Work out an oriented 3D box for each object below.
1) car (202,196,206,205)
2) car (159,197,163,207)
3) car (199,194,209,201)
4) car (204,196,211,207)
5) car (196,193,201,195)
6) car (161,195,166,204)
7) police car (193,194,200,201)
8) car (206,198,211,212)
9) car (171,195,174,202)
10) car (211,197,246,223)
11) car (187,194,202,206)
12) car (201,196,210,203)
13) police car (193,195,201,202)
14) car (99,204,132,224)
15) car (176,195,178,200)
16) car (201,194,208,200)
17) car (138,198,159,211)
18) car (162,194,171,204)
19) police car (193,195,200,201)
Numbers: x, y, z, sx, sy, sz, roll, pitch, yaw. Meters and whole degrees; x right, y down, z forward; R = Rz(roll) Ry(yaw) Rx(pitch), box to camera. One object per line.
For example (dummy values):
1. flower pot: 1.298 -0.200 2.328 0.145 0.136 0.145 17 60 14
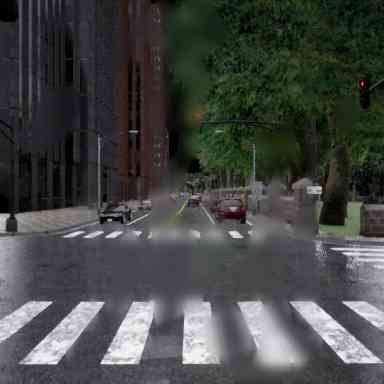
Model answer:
1. car: 2.905 1.585 47.022 2.008 1.369 4.403 0 0 0
2. car: -5.620 1.616 47.040 1.802 1.307 4.206 0 0 0
3. car: 3.022 1.399 85.217 2.192 1.841 5.009 0 0 0
4. car: 2.889 1.579 41.565 2.008 1.369 4.403 0 0 0
5. car: 0.289 1.533 65.405 1.882 1.535 5.008 0 0 0
6. car: -5.603 1.623 52.498 1.802 1.307 4.206 0 0 0
7. police car: 1.181 1.521 91.967 1.930 1.638 5.238 0 0 0
8. car: 2.872 1.588 36.108 1.947 1.339 4.313 0 0 0
9. car: -5.553 1.375 68.869 2.192 1.841 5.009 0 0 0
10. car: 2.839 1.326 25.196 2.192 1.841 5.009 0 0 0
11. car: 0.268 1.548 55.157 1.837 1.490 4.892 0 0 0
12. car: 2.989 1.593 74.474 1.752 1.417 4.829 0 0 0
13. police car: 1.132 1.495 75.967 1.930 1.638 5.238 0 0 0
14. car: -5.687 1.576 25.213 1.947 1.339 4.313 0 0 0
15. car: -5.486 1.533 90.697 1.967 1.590 4.097 0 0 0
16. car: 2.922 1.481 52.478 1.967 1.590 4.097 0 0 0
17. car: -5.637 1.579 41.583 2.008 1.369 4.403 0 0 0
18. car: -5.570 1.635 63.412 1.802 1.307 4.206 0 0 0
19. police car: 1.144 1.511 85.967 1.930 1.638 5.238 0 0 0
